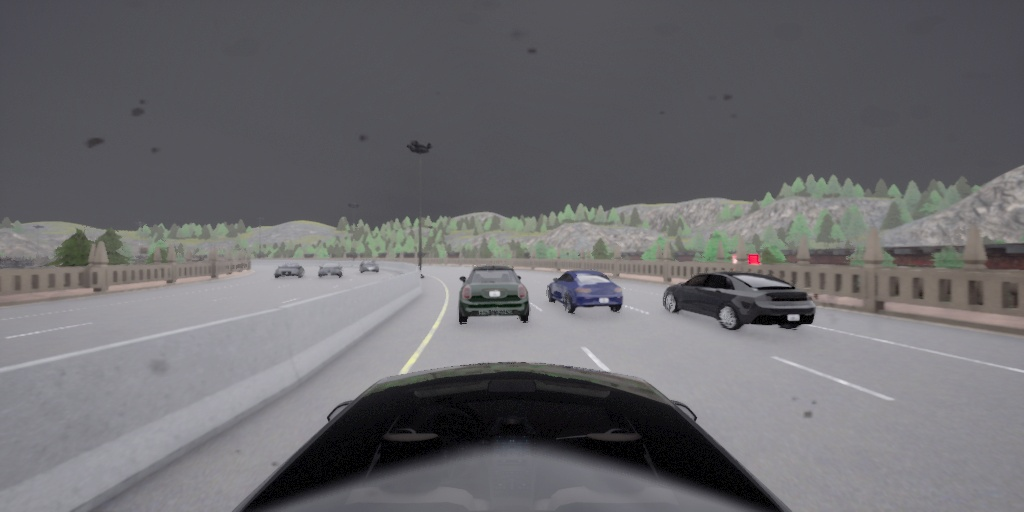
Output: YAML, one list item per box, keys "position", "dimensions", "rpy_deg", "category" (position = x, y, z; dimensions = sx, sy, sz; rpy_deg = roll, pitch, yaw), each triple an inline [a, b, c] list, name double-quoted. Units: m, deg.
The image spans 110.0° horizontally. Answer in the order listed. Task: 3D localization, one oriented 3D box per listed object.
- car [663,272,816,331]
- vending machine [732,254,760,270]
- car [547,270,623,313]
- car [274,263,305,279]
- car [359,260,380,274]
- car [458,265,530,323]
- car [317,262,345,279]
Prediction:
- position: [6.464, 1.218, 10.908]
  dimensions: [1.837, 1.490, 4.892]
  rpy_deg: [0, 0, -5]
  category: "car"
- position: [13.256, 0.869, 20.337]
  dimensions: [1.100, 2.100, 0.880]
  rpy_deg: [0, 0, -10]
  category: "vending machine"
- position: [2.654, 1.251, 13.718]
  dimensions: [1.812, 1.442, 4.674]
  rpy_deg: [0, 0, -7]
  category: "car"
- position: [-20.534, 1.360, 33.294]
  dimensions: [1.994, 1.385, 4.181]
  rpy_deg: [0, 0, -22]
  category: "car"
- position: [-16.602, 1.262, 41.667]
  dimensions: [2.128, 1.511, 4.902]
  rpy_deg: [0, 0, -26]
  category: "car"
- position: [-0.719, 1.092, 12.297]
  dimensions: [2.097, 1.767, 4.553]
  rpy_deg: [0, 0, -6]
  category: "car"
- position: [-16.899, 1.307, 33.628]
  dimensions: [1.812, 1.442, 4.674]
  rpy_deg: [0, 0, -22]
  category: "car"
